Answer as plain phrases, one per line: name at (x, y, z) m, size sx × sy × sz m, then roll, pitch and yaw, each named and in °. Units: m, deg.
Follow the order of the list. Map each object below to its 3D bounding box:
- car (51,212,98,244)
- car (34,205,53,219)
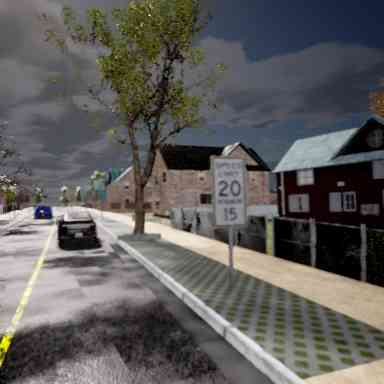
car at (-6.171, 1.816, 17.825) m, size 2.128 × 1.511 × 4.902 m, roll -1°, pitch -1°, yaw -21°
car at (-17.620, 2.344, 39.627) m, size 1.882 × 1.535 × 5.008 m, roll -1°, pitch -1°, yaw -22°
